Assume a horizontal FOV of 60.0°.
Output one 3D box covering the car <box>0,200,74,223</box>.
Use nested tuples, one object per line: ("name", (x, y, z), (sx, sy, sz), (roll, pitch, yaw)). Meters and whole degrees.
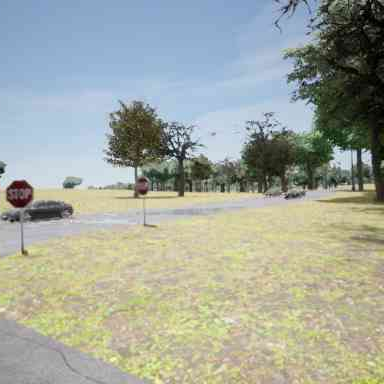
("car", (-10.637, 1.338, 23.179), (1.837, 1.490, 4.892), (-3, 0, 34))

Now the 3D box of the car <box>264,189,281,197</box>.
("car", (14.617, 0.150, 60.033), (1.994, 1.385, 4.181), (-3, 1, 34))

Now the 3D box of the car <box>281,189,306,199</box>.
("car", (15.106, 0.269, 48.388), (1.895, 1.301, 4.718), (-3, 1, 34))
